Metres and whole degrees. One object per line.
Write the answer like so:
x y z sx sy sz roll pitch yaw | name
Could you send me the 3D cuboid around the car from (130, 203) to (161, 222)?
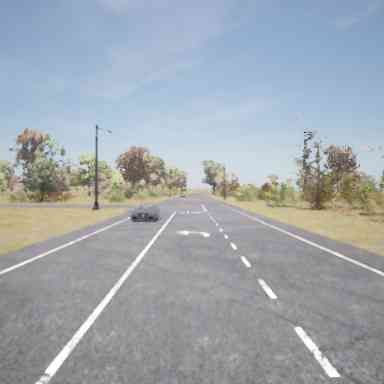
-3.567 1.542 26.203 1.994 1.385 4.181 0 0 0 | car
